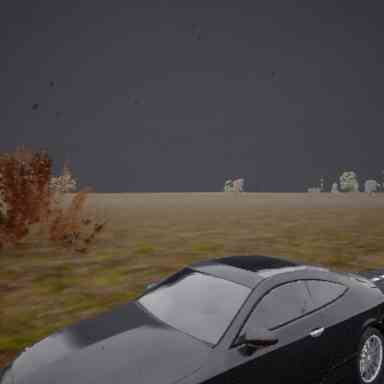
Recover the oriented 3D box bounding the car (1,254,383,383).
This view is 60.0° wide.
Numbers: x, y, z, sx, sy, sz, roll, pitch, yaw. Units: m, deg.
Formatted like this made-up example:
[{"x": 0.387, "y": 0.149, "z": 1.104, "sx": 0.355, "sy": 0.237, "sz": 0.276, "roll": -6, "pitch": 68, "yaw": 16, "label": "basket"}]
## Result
[{"x": 0.487, "y": 1.529, "z": 3.771, "sx": 4.674, "sy": 1.442, "sz": 1.812, "roll": 0, "pitch": 0, "yaw": -36, "label": "car"}]
